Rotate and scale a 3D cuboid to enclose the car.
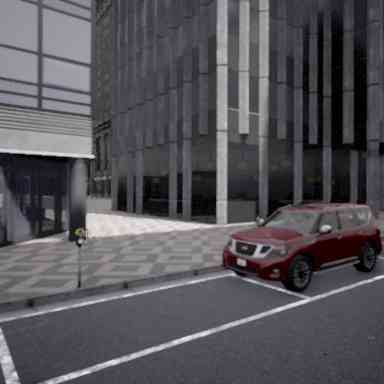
[{"bbox_3d":[3.179,1.267,9.020,5.009,1.841,2.192,0,1,-35],"label":"car"}]
